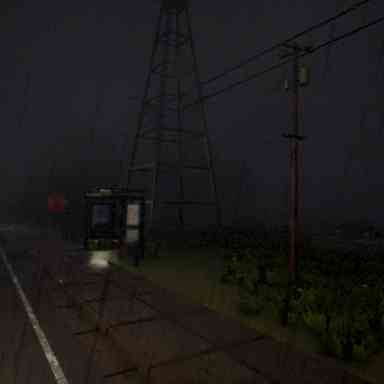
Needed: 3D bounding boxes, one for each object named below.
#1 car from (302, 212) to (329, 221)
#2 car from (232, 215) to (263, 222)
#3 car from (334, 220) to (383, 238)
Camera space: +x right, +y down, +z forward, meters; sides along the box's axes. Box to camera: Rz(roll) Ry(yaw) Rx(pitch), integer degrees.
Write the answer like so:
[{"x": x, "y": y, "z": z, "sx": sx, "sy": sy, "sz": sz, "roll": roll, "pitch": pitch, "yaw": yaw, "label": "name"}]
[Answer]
[{"x": 17.464, "y": 3.846, "z": 47.019, "sx": 1.905, "sy": 1.878, "sz": 3.866, "roll": 3, "pitch": -3, "yaw": -33, "label": "car"}, {"x": 6.510, "y": 3.427, "z": 39.147, "sx": 1.816, "sy": 1.474, "sz": 4.193, "roll": 3, "pitch": -3, "yaw": -33, "label": "car"}, {"x": 14.574, "y": 3.182, "z": 29.054, "sx": 1.784, "sy": 1.438, "sz": 3.905, "roll": 3, "pitch": -3, "yaw": -33, "label": "car"}]
